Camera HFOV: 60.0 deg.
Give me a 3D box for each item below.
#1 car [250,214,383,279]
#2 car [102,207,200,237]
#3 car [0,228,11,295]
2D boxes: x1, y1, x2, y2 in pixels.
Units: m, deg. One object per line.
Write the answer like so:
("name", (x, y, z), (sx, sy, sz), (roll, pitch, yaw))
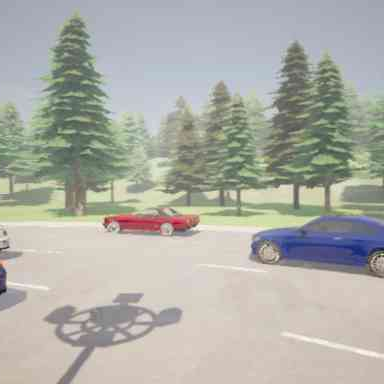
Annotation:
("car", (3.956, 1.355, 9.363), (4.674, 1.442, 1.812), (0, 0, 32))
("car", (-2.106, 1.419, 16.623), (4.718, 1.301, 1.895), (0, 1, 21))
("car", (-5.757, 1.514, 6.490), (4.674, 1.442, 1.812), (-1, 0, 22))
